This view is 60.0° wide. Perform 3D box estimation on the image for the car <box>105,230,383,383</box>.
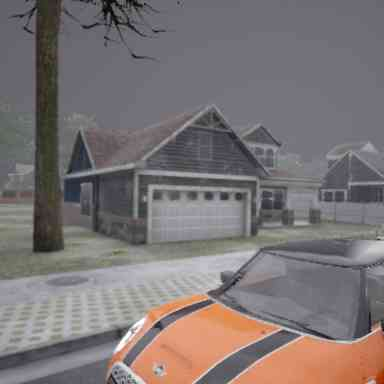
[{"bbox_3d":[1.391,1.387,3.695,4.553,1.767,2.097,1,0,-37],"label":"car"}]
